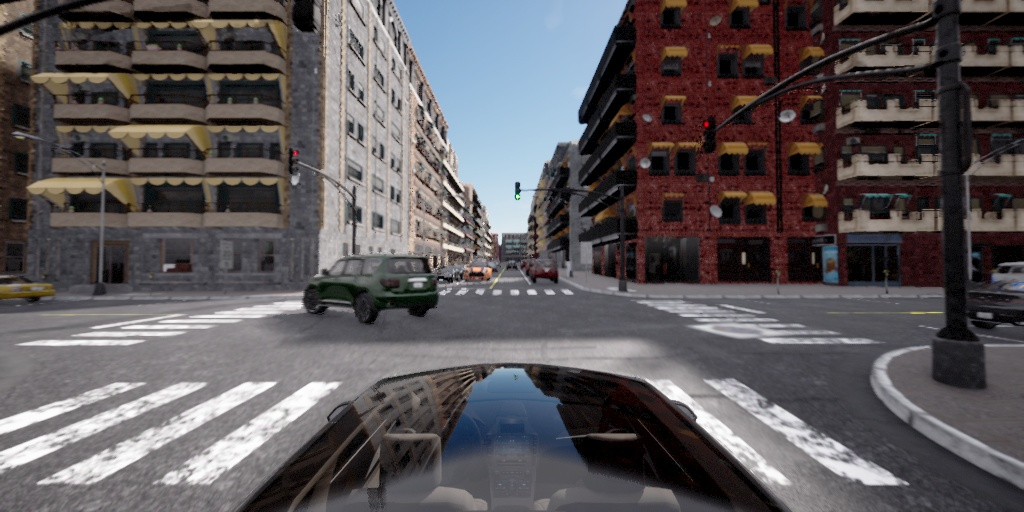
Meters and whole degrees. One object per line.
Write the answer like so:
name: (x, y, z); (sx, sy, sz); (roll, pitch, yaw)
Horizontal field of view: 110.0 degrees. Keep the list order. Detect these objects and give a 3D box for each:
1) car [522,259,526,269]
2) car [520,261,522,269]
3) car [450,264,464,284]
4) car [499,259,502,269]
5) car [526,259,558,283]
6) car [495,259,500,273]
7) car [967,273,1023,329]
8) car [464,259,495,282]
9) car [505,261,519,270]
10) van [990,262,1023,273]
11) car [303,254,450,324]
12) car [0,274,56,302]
car: (2.555, 1.238, 40.170); (2.192, 1.841, 5.009); (0, 0, 0)
car: (2.547, 1.393, 62.401); (2.192, 1.841, 5.009); (0, 0, 0)
car: (-5.323, 1.435, 28.999); (1.948, 1.339, 4.313); (0, 0, 0)
car: (-2.769, 1.328, 63.227); (2.128, 1.511, 4.902); (0, 0, 0)
car: (2.558, 1.184, 29.047); (2.192, 1.841, 5.009); (0, 0, 0)
car: (-2.851, 1.490, 47.023); (1.812, 1.442, 4.674); (0, 0, 0)
car: (13.743, 1.213, 8.758); (4.403, 1.370, 2.007); (0, 0, 0)
car: (-2.855, 1.230, 31.085); (2.097, 1.767, 4.553); (0, 0, 0)
car: (-0.017, 1.549, 58.216); (1.837, 1.490, 4.892); (0, 0, 0)
van: (24.898, 1.174, 16.613); (3.998, 1.789, 1.690); (0, 0, 0)
car: (-4.926, 1.017, 12.265); (5.566, 2.045, 2.150); (-2, -3, 37)
car: (-24.448, 1.494, 16.716); (4.829, 1.417, 1.751); (0, 0, 0)
